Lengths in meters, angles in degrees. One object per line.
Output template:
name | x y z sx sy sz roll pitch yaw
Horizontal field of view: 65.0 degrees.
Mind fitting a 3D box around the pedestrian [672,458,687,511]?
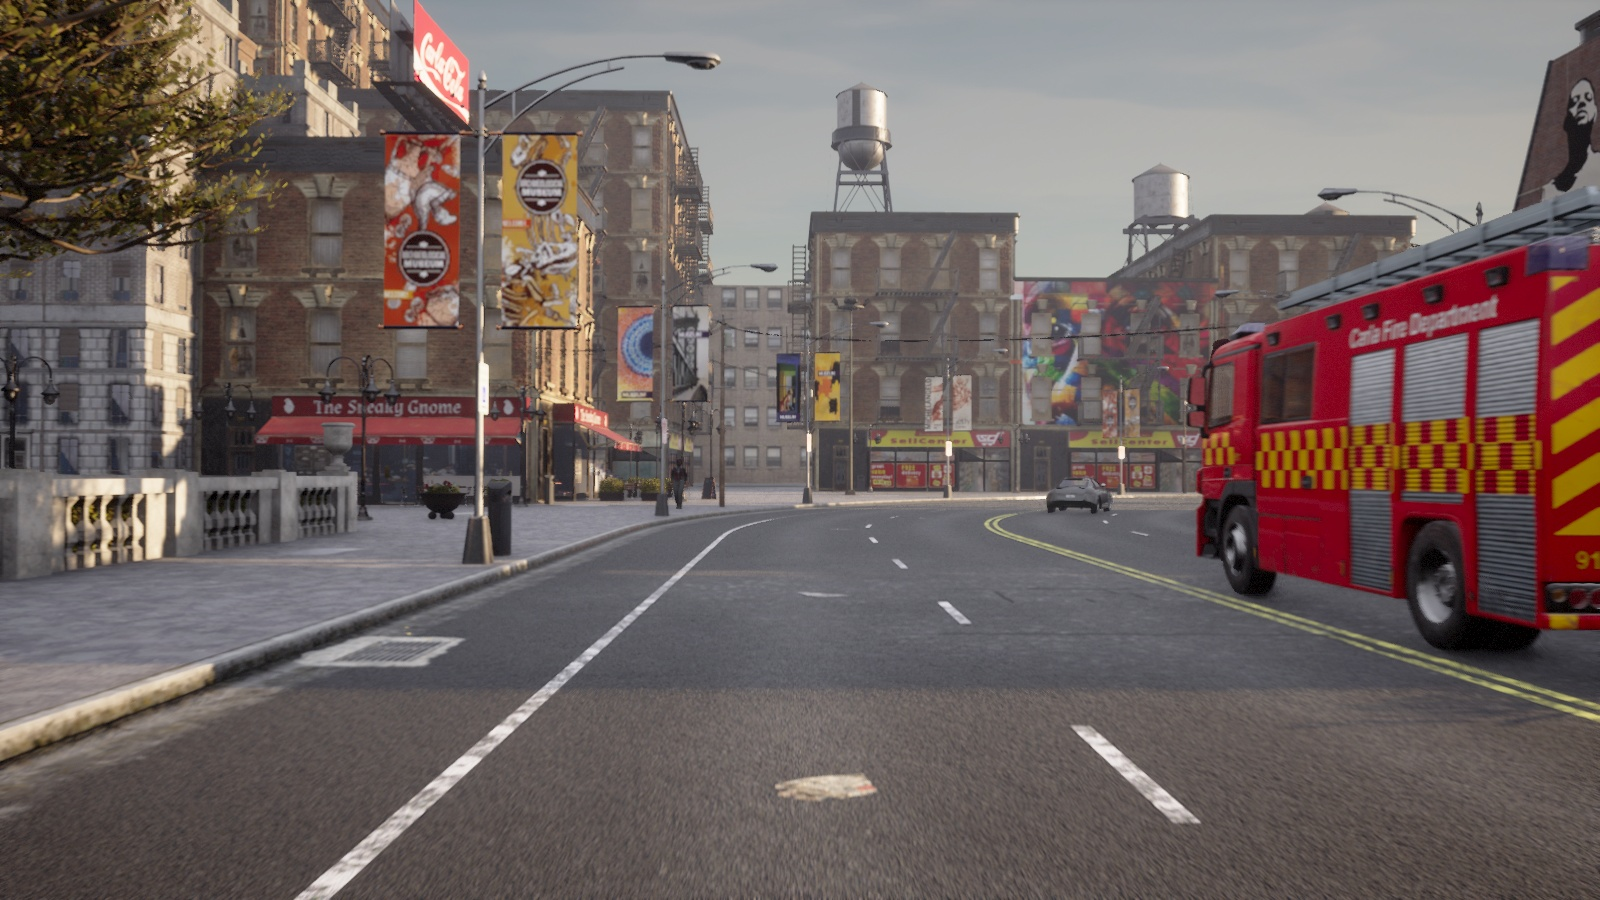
pedestrian | -4.371 1.250 45.453 0.402 1.930 0.666 0 -1 7

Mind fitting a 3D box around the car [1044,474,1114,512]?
car | 11.025 1.662 49.442 1.994 1.385 4.181 -1 -1 23

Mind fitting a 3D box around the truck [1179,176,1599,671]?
truck | 6.962 -0.144 13.954 2.891 3.827 8.468 0 -1 0
